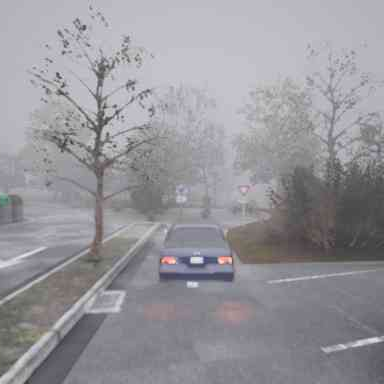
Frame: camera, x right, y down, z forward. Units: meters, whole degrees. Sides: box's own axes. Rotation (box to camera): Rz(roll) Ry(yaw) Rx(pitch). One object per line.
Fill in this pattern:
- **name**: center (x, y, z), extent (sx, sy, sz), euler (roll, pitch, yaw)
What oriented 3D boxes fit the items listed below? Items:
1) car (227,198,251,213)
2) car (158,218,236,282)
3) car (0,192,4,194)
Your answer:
- **car**: center (4.897, 1.381, 34.625), extent (1.812, 1.442, 4.674), euler (1, 0, -4)
- **car**: center (0.103, 1.461, 9.552), extent (2.033, 1.411, 5.357), euler (0, 1, 0)
- **car**: center (-24.381, 1.100, 40.359), extent (2.435, 2.045, 5.566), euler (0, -2, -19)
